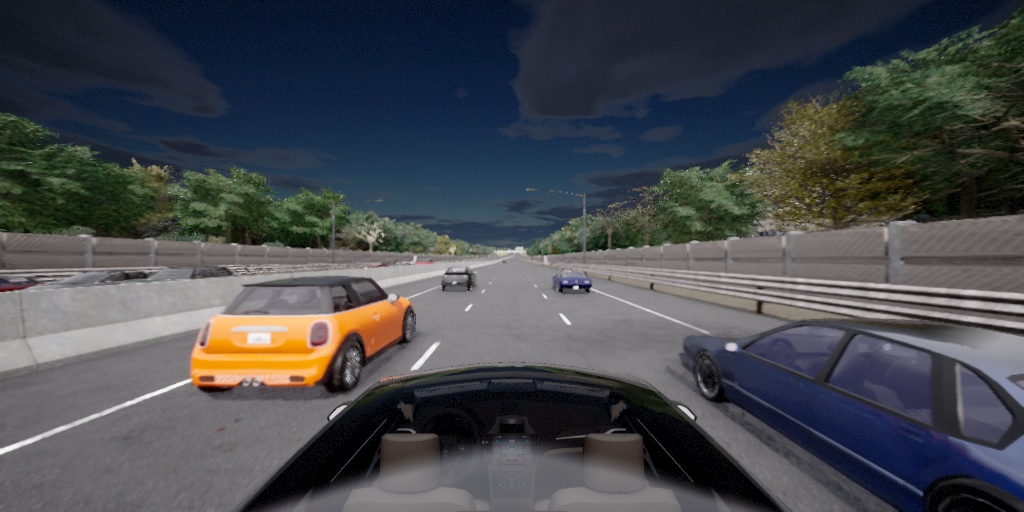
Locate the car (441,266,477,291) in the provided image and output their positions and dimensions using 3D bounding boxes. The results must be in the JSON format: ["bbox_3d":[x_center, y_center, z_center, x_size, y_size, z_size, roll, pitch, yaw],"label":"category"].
[{"bbox_3d":[-3.407,1.417,23.677,2.128,1.511,4.902,0,0,0],"label":"car"}]

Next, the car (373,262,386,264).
[{"bbox_3d":[-21.052,1.685,56.612,1.882,1.535,5.008,0,-1,1],"label":"car"}]

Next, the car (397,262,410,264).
[{"bbox_3d":[-17.546,1.710,57.659,2.128,1.511,4.902,0,-1,1],"label":"car"}]

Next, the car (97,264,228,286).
[{"bbox_3d":[-14.102,1.210,15.459,2.097,1.767,4.553,0,0,0],"label":"car"}]

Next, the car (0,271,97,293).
[{"bbox_3d":[-17.602,1.363,15.491,1.837,1.490,4.892,0,0,0],"label":"car"}]

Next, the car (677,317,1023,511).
[{"bbox_3d":[3.598,1.310,3.348,2.033,1.411,5.357,0,0,0],"label":"car"}]

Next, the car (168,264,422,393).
[{"bbox_3d":[-3.404,1.143,6.954,2.097,1.767,4.553,0,0,0],"label":"car"}]

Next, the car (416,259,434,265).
[{"bbox_3d":[-14.044,1.434,57.837,2.150,2.045,5.566,0,-1,1],"label":"car"}]

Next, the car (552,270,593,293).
[{"bbox_3d":[3.593,1.515,22.349,1.895,1.301,4.718,0,0,0],"label":"car"}]

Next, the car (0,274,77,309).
[{"bbox_3d":[-21.103,1.449,14.232,1.895,1.301,4.718,0,0,0],"label":"car"}]
